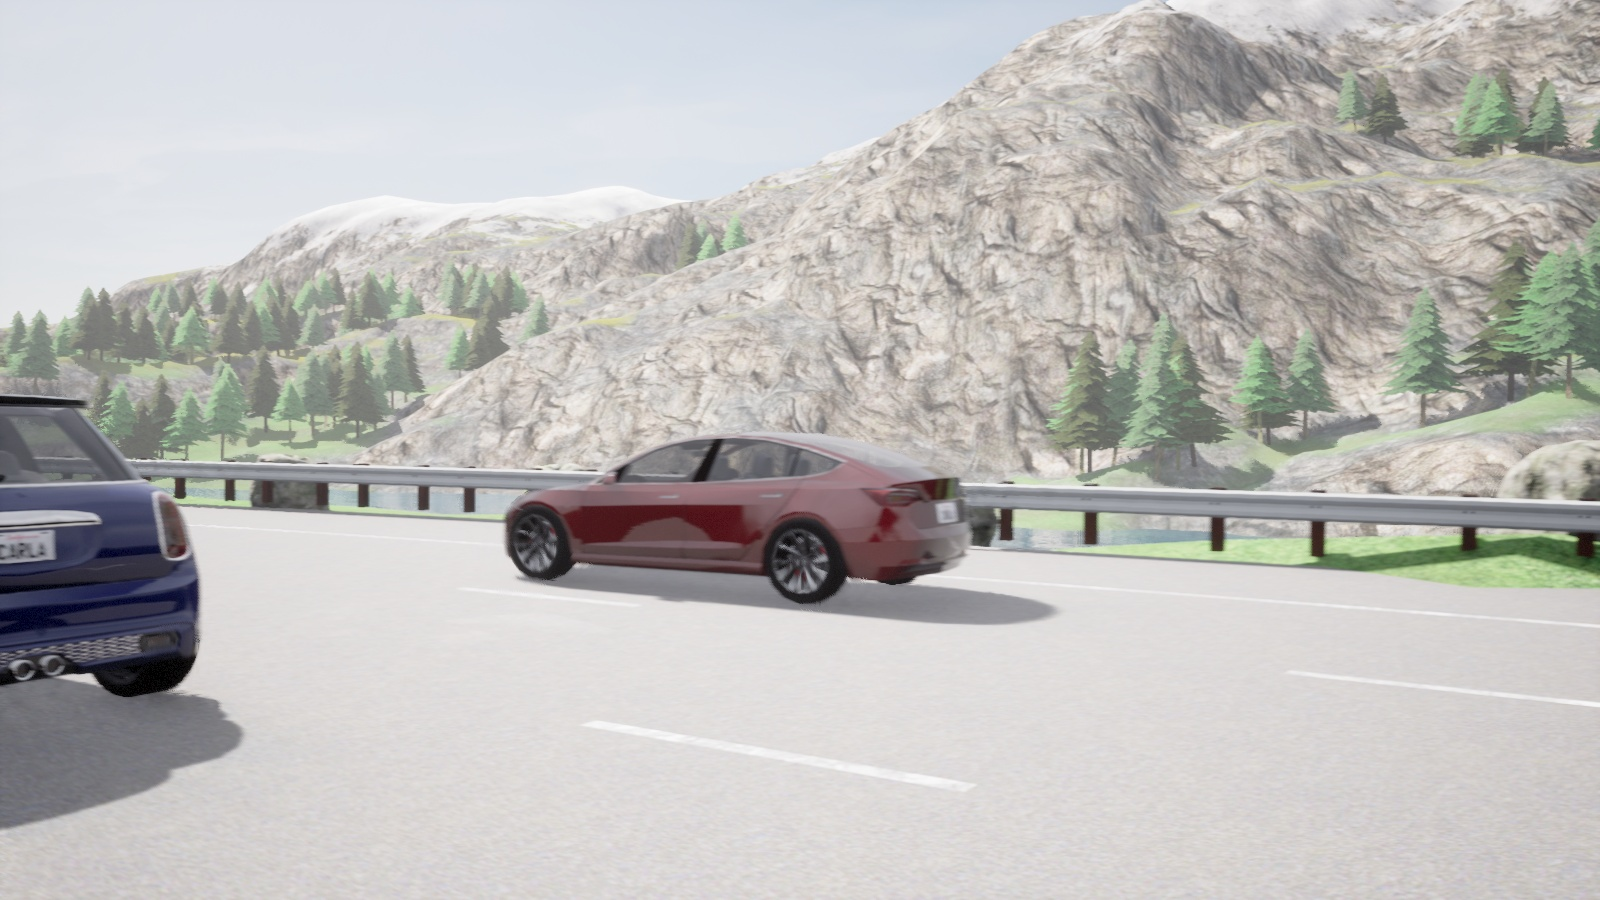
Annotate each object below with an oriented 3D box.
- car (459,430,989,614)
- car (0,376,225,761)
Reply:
[{"bbox_3d":[-0.806,0.568,12.312,4.792,1.488,2.163,0,1,31],"label":"car"},{"bbox_3d":[-5.598,0.544,6.995,4.553,1.767,2.097,0,1,30],"label":"car"}]
